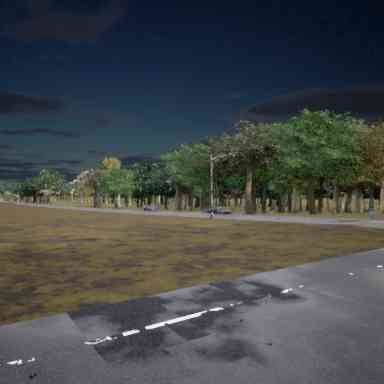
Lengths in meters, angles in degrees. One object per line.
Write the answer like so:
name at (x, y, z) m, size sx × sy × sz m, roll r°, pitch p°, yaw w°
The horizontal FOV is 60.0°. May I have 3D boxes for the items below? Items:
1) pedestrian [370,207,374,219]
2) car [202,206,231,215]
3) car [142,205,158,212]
pedestrian at (19.255, 2.203, 35.535) m, size 0.375 × 1.300 × 0.375 m, roll -2°, pitch 1°, yaw -33°
car at (3.776, 2.895, 52.051) m, size 2.033 × 1.411 × 5.357 m, roll 1°, pitch -2°, yaw -33°
car at (-9.004, 3.571, 71.388) m, size 2.128 × 1.511 × 4.902 m, roll 1°, pitch -2°, yaw -33°
